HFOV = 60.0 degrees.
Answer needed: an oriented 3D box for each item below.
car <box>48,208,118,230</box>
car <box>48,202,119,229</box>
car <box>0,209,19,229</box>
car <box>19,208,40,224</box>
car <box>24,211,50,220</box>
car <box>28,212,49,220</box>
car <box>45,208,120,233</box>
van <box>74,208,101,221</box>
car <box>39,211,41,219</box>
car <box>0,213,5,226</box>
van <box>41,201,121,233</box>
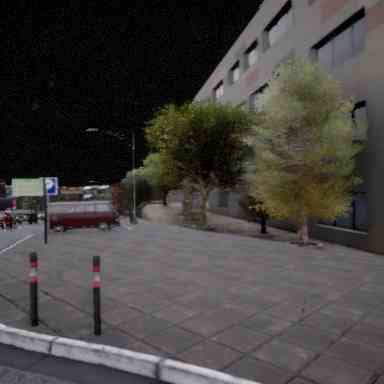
[{"bbox_3d":[-8.502,2.086,26.201,5.008,1.535,2.097,-1,-3,-17],"label":"car"},{"bbox_3d":[-9.326,1.998,28.820,5.566,2.045,2.435,-1,-3,-17],"label":"car"},{"bbox_3d":[-18.097,2.664,31.204,1.882,1.535,5.008,-1,-3,-17],"label":"car"},{"bbox_3d":[-21.812,3.193,43.656,2.150,2.045,5.566,-1,-2,-16],"label":"car"},{"bbox_3d":[-38.358,5.828,82.304,5.566,2.045,2.435,-1,-3,-17],"label":"car"},{"bbox_3d":[-39.108,6.124,85.002,4.553,1.767,2.185,-1,-3,-17],"label":"car"},{"bbox_3d":[-7.654,1.963,23.502,4.792,1.488,2.163,-1,-3,-17],"label":"car"},{"bbox_3d":[-18.278,3.895,58.156,4.442,1.987,1.878,-1,-3,-17],"label":"van"},{"bbox_3d":[-18.855,3.444,44.747,1.837,1.490,4.892,-1,-3,-17],"label":"car"},{"bbox_3d":[-24.900,3.279,38.497,5.366,1.575,1.946,-1,-3,-17],"label":"car"},{"bbox_3d":[-6.772,1.580,20.873,4.442,1.987,1.878,-1,-2,-17],"label":"van"}]
